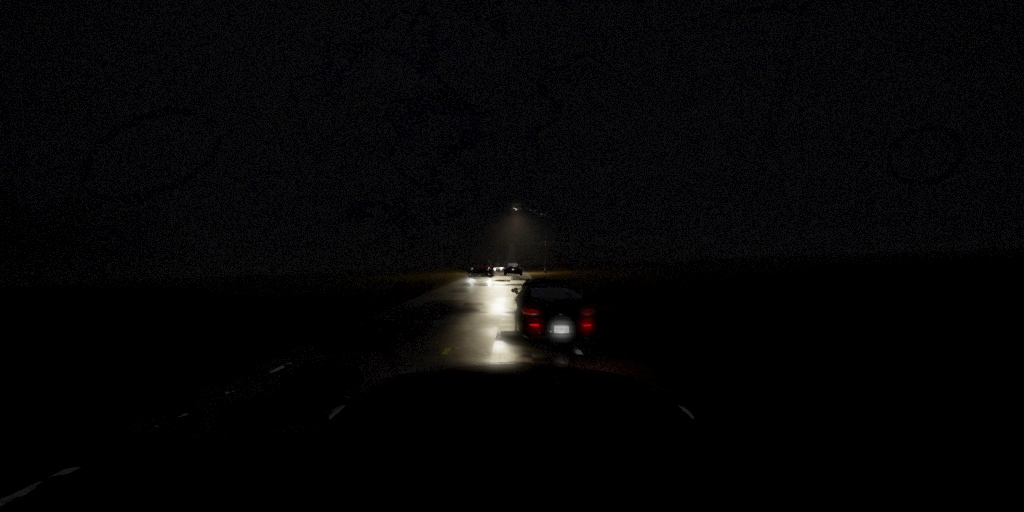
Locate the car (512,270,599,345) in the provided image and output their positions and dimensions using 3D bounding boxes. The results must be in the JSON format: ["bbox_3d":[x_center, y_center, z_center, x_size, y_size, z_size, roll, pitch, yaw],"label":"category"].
[{"bbox_3d":[0.973,1.272,9.327,1.812,1.442,4.674,0,0,0],"label":"car"}]

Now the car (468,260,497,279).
[{"bbox_3d":[-2.811,1.138,33.463,2.097,1.767,4.553,0,0,0],"label":"car"}]

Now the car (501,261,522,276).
[{"bbox_3d":[0.121,1.374,38.934,1.994,1.385,4.181,0,0,1],"label":"car"}]
